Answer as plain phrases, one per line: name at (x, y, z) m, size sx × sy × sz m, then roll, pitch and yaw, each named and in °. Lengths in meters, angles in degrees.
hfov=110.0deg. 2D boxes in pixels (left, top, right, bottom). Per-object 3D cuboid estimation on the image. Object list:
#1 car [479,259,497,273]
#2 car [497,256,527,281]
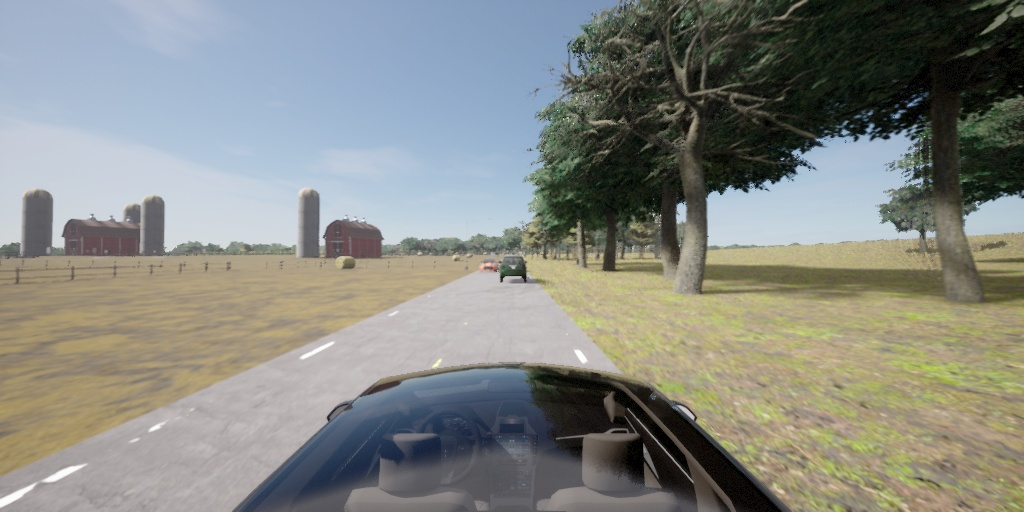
car at (-2.827, 1.125, 44.408) m, size 2.097 × 1.767 × 4.553 m, roll 0°, pitch 0°, yaw 0°
car at (0.103, 0.987, 29.907) m, size 2.150 × 2.045 × 5.566 m, roll 0°, pitch 0°, yaw 0°
